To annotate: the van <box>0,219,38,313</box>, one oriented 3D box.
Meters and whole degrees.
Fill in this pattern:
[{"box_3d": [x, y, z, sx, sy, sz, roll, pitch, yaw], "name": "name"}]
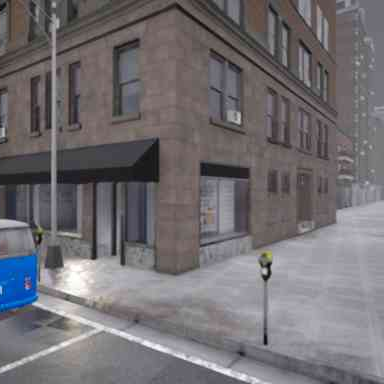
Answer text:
[{"box_3d": [-4.654, 1.356, 6.373, 3.998, 1.788, 1.690, 0, 0, 35], "name": "van"}]
